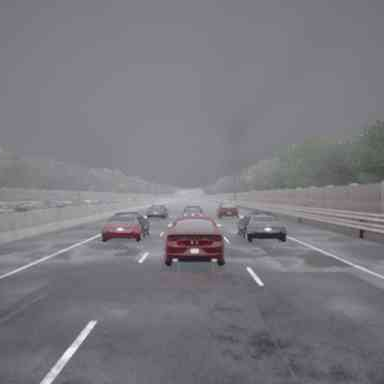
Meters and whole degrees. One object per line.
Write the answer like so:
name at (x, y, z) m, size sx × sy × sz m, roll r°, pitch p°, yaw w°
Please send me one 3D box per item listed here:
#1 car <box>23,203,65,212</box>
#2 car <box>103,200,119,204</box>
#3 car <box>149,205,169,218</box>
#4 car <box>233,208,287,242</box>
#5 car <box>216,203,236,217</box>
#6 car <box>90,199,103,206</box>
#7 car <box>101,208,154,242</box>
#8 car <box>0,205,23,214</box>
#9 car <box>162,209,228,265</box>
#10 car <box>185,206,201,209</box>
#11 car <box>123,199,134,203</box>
car at (-14.104, 1.881, 32.827) m, size 2.128 × 1.511 × 4.902 m, roll 0°, pitch -1°, yaw 0°
car at (-17.521, 2.384, 73.652) m, size 2.033 × 1.411 × 5.357 m, roll 0°, pitch -1°, yaw 0°
car at (-3.412, 1.959, 33.185) m, size 1.994 × 1.385 × 4.181 m, roll 0°, pitch -1°, yaw 0°
car at (3.592, 1.768, 17.714) m, size 1.994 × 1.385 × 4.181 m, roll 0°, pitch -1°, yaw 0°
car at (3.589, 1.885, 34.238) m, size 1.882 × 1.535 × 5.008 m, roll 0°, pitch -1°, yaw 0°
car at (-21.021, 2.321, 73.652) m, size 1.882 × 1.535 × 5.008 m, roll 0°, pitch -1°, yaw 0°
car at (-3.408, 1.769, 17.773) m, size 1.994 × 1.385 × 4.181 m, roll 0°, pitch -1°, yaw 0°
car at (-17.604, 1.948, 32.339) m, size 1.994 × 1.385 × 4.181 m, roll 0°, pitch -1°, yaw 0°
car at (0.089, 1.617, 12.291) m, size 1.882 × 1.535 × 5.008 m, roll 0°, pitch -1°, yaw 0°
car at (0.088, 1.879, 28.029) m, size 2.033 × 1.411 × 5.357 m, roll 0°, pitch -1°, yaw 0°
car at (-14.021, 2.352, 74.069) m, size 2.128 × 1.511 × 4.902 m, roll 0°, pitch -1°, yaw 0°
